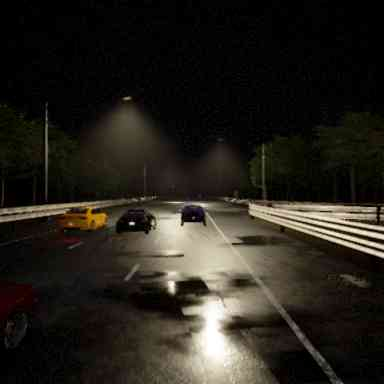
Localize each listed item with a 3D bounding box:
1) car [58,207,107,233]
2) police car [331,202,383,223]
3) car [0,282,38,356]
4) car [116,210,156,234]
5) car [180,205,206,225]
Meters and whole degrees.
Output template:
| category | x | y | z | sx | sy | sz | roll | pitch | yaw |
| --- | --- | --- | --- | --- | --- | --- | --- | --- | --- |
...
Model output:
| category | x | y | z | sx | sy | sz | roll | pitch | yaw |
| --- | --- | --- | --- | --- | --- | --- | --- | --- | --- |
| car | -6.890 | 1.700 | 21.393 | 1.882 | 1.535 | 5.008 | 0 | 0 | 0 |
| police car | 14.025 | 1.618 | 27.747 | 1.930 | 1.638 | 5.238 | 0 | -2 | -26 |
| car | -3.399 | 1.637 | 3.214 | 1.895 | 1.301 | 4.718 | 0 | -1 | 0 |
| car | -3.395 | 1.782 | 20.802 | 1.994 | 1.385 | 4.181 | 0 | -1 | 0 |
| car | 0.111 | 1.736 | 26.328 | 1.882 | 1.535 | 5.008 | 0 | 0 | 0 |
